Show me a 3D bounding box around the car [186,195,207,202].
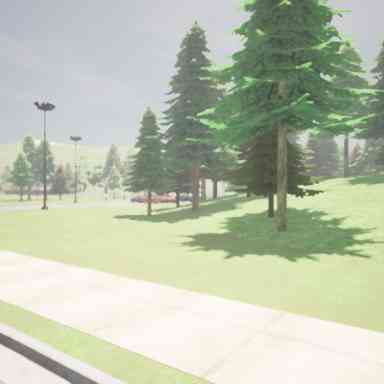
[{"bbox_3d":[1.267,1.417,67.874,1.994,1.385,4.181,0,0,36],"label":"car"}]

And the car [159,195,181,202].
[{"bbox_3d":[-4.624,1.341,71.678,2.128,1.511,4.902,0,0,36],"label":"car"}]

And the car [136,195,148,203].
[{"bbox_3d":[-7.469,1.192,61.785,2.097,1.767,4.553,0,0,37],"label":"car"}]

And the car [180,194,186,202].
[{"bbox_3d":[-1.819,1.188,69.584,2.097,1.767,4.553,0,0,36],"label":"car"}]

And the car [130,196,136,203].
[{"bbox_3d":[-9.926,1.390,64.384,1.994,1.385,4.181,0,0,37],"label":"car"}]

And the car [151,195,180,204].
[{"bbox_3d":[-4.767,1.205,59.550,2.097,1.767,4.553,0,0,37],"label":"car"}]
